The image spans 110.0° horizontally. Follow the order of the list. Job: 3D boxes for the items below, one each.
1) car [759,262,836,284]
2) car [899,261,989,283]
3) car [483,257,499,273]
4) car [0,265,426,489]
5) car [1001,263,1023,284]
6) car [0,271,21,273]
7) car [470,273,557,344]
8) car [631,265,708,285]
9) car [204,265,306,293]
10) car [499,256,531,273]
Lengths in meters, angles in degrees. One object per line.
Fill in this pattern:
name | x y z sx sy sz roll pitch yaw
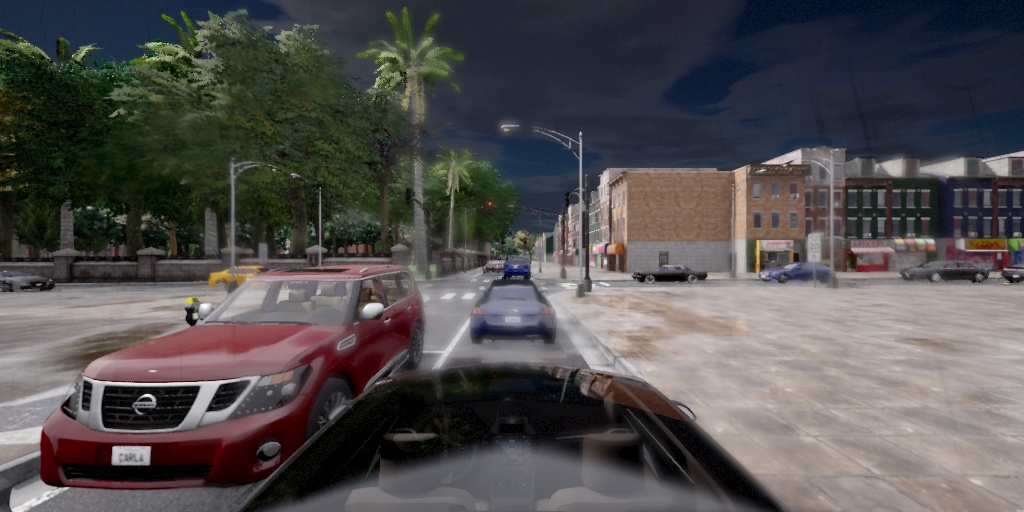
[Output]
car | 20.024 1.155 25.252 4.674 1.442 1.812 0 0 0
car | 30.265 1.081 25.204 4.892 1.490 1.837 0 0 0
car | -2.410 1.285 43.144 1.967 1.591 4.097 0 0 0
car | -2.623 1.066 4.998 2.192 1.841 5.009 0 0 0
car | 33.705 1.057 22.243 4.902 1.511 2.128 0 0 0
car | -31.697 1.643 22.533 4.181 1.385 1.994 -1 0 0
car | 0.040 1.320 9.614 1.994 1.385 4.181 0 0 0
car | 10.977 1.289 25.303 4.718 1.301 1.895 0 0 1
car | -15.976 1.395 22.461 5.008 1.535 1.882 -1 0 0
car | 0.467 1.025 31.831 2.150 2.045 5.566 1 0 4
